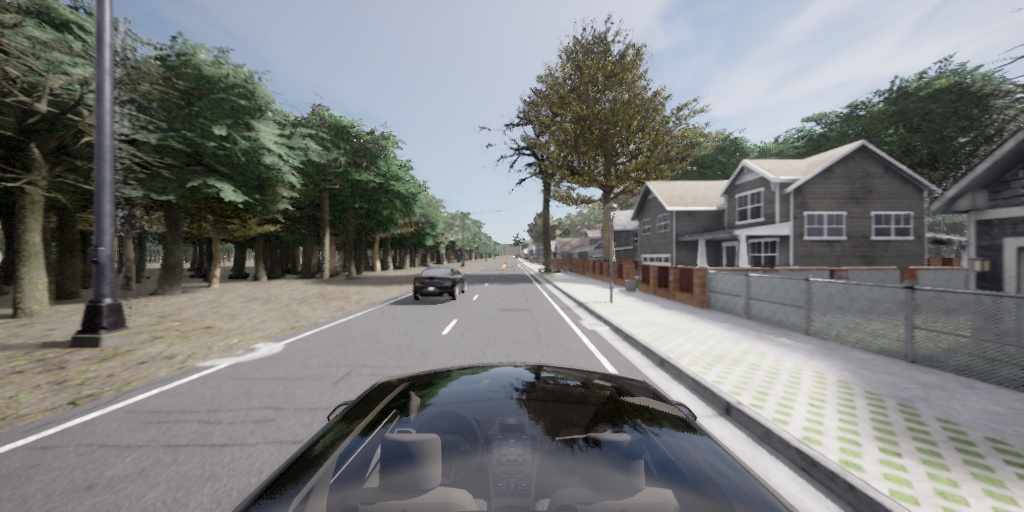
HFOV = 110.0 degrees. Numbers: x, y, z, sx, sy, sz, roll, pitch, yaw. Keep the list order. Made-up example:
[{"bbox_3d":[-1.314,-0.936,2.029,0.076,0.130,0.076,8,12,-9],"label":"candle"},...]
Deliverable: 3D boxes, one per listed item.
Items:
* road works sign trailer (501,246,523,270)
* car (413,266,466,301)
[{"bbox_3d":[-0.014,0.255,51.188,2.380,3.560,2.880,0,0,0],"label":"road works sign trailer"},{"bbox_3d":[-3.402,1.230,17.563,1.882,1.535,5.008,0,0,0],"label":"car"}]
